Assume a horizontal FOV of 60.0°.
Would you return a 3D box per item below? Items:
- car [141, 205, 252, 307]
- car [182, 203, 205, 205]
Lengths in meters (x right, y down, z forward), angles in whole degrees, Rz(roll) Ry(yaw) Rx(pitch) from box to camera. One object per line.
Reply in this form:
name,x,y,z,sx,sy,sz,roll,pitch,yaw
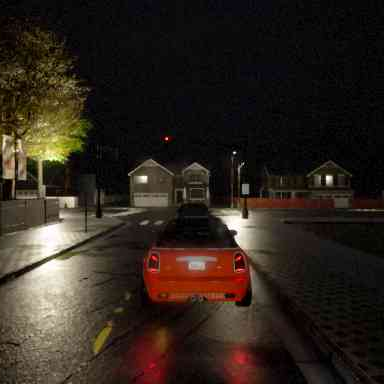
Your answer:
car,0.083,1.354,8.150,2.097,1.767,4.553,0,0,0
car,0.093,1.355,18.058,2.097,1.767,4.553,0,0,1
